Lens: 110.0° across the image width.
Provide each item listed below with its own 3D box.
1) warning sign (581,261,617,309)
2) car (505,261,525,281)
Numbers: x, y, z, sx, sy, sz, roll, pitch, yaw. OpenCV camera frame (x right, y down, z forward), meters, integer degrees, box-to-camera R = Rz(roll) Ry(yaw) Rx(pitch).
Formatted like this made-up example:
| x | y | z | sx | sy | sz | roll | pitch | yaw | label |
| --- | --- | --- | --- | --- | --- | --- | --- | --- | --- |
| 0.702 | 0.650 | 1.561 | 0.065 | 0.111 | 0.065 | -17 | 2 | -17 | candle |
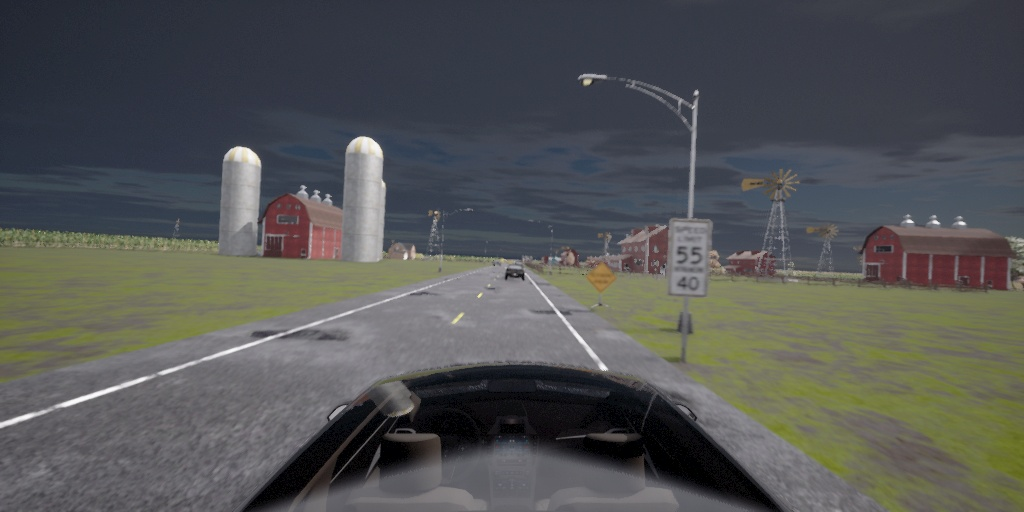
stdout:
| x | y | z | sx | sy | sz | roll | pitch | yaw | label |
| --- | --- | --- | --- | --- | --- | --- | --- | --- | --- |
| 3.589 | 1.159 | 14.712 | 1.300 | 1.860 | 1.060 | 0 | 0 | 0 | warning sign |
| 0.283 | 1.544 | 35.293 | 1.882 | 1.535 | 5.008 | 3 | 0 | 0 | car |
